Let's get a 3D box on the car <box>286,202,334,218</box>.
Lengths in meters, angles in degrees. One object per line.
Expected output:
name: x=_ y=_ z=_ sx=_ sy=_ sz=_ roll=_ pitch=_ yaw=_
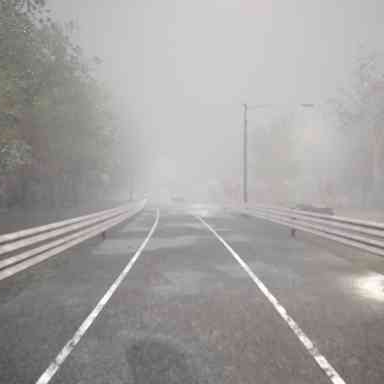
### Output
car: x=10.536 y=1.647 z=30.177 sx=1.882 sy=1.535 sz=5.008 roll=0 pitch=0 yaw=-19

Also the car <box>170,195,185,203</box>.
car: x=-3.027 y=1.353 z=69.243 sx=2.097 sy=1.767 sz=4.553 roll=0 pitch=0 yaw=-19
